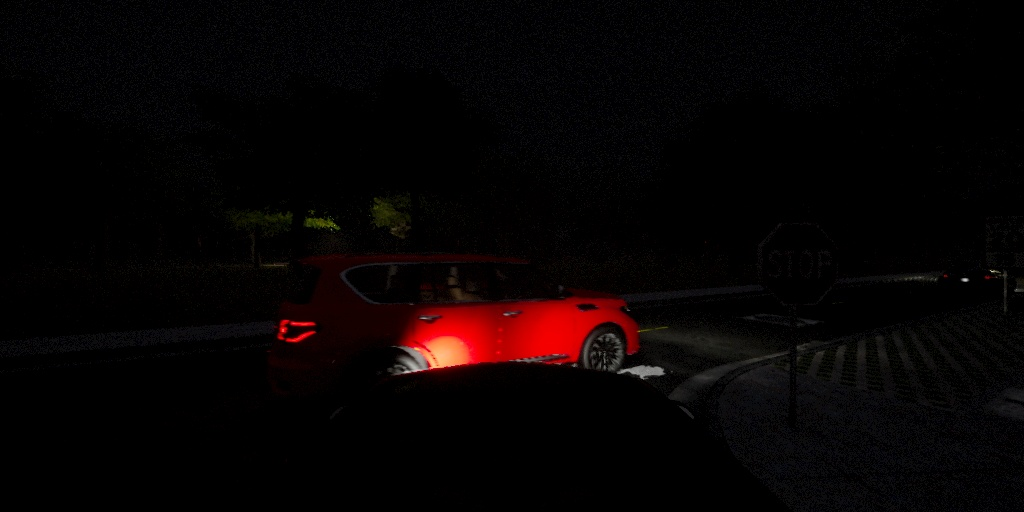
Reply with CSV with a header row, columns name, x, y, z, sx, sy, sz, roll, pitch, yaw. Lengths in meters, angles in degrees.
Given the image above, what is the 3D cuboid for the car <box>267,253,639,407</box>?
name,x,y,z,sx,sy,sz,roll,pitch,yaw
car,-0.557,0.971,5.740,5.566,2.045,2.150,0,0,-28

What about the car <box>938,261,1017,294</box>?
name,x,y,z,sx,sy,sz,roll,pitch,yaw
car,24.299,1.156,18.745,4.181,1.385,1.994,0,0,-28

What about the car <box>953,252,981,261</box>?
name,x,y,z,sx,sy,sz,roll,pitch,yaw
car,37.602,0.720,28.809,5.566,2.045,2.150,0,0,-28
